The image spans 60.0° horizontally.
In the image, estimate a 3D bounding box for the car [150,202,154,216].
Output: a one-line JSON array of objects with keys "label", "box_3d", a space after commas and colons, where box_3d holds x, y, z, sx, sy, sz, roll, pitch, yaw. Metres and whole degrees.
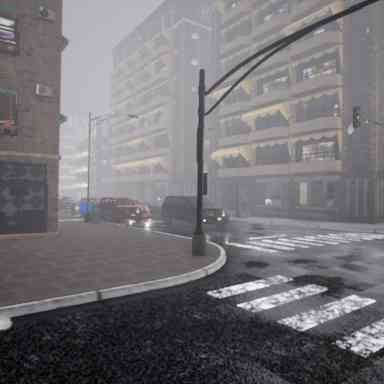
[{"label": "car", "box_3d": [-5.564, 1.407, 29.672, 2.097, 1.767, 4.553, 1, -1, -35]}]

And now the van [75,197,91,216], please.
[{"label": "van", "box_3d": [-8.815, 1.352, 29.980, 1.690, 1.788, 3.998, 1, -1, -35]}]

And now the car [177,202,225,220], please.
[{"label": "car", "box_3d": [0.735, 1.682, 30.141, 1.752, 1.417, 4.829, 1, -1, -35]}]

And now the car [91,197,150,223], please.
[{"label": "car", "box_3d": [-5.583, 1.308, 25.437, 2.192, 1.841, 5.009, 1, -1, -35]}]

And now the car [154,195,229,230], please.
[{"label": "car", "box_3d": [0.010, 1.246, 21.827, 2.150, 2.045, 5.566, 1, -1, -36]}]

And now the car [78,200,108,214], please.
[{"label": "car", "box_3d": [-11.300, 1.654, 37.755, 1.994, 1.385, 4.181, 1, -1, -35]}]

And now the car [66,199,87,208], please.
[{"label": "car", "box_3d": [-18.490, 1.816, 52.923, 1.895, 1.301, 4.718, 1, -1, -35]}]

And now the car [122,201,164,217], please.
[{"label": "car", "box_3d": [-5.166, 1.675, 34.191, 2.033, 1.411, 5.357, 1, -1, -35]}]

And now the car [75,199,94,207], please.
[{"label": "car", "box_3d": [-18.557, 1.863, 57.263, 1.802, 1.307, 4.206, 1, -1, -35]}]

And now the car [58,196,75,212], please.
[{"label": "car", "box_3d": [-15.278, 1.366, 39.068, 2.192, 1.841, 5.009, 1, -1, -35]}]
